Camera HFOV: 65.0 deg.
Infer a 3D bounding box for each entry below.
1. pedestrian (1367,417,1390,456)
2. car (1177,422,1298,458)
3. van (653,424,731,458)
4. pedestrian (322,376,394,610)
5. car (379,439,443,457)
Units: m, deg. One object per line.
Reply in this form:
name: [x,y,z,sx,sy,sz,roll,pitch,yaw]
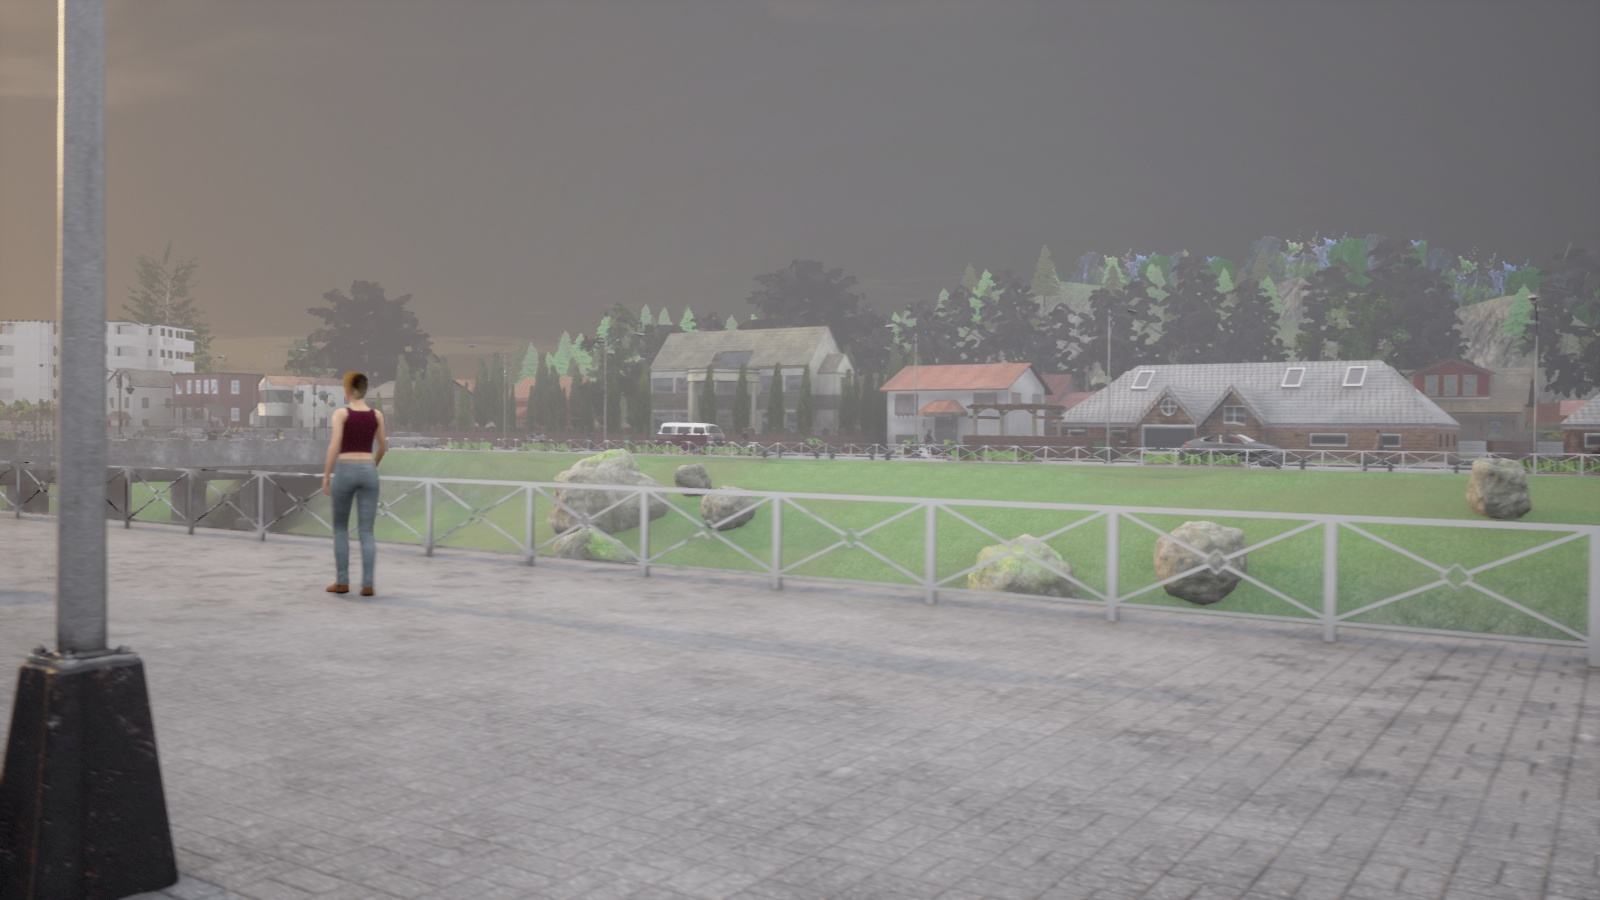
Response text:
pedestrian: [29.253,-0.691,63.541,0.873,1.952,0.659,0,1,44]
car: [20.751,-0.492,59.648,5.027,1.651,2.152,0,1,34]
van: [-6.727,-0.548,77.917,4.480,2.038,2.069,0,1,34]
pedestrian: [-3.583,0.335,10.169,0.345,1.836,0.594,-1,1,-39]
car: [-28.677,-0.171,92.519,4.718,1.301,1.895,0,1,34]
